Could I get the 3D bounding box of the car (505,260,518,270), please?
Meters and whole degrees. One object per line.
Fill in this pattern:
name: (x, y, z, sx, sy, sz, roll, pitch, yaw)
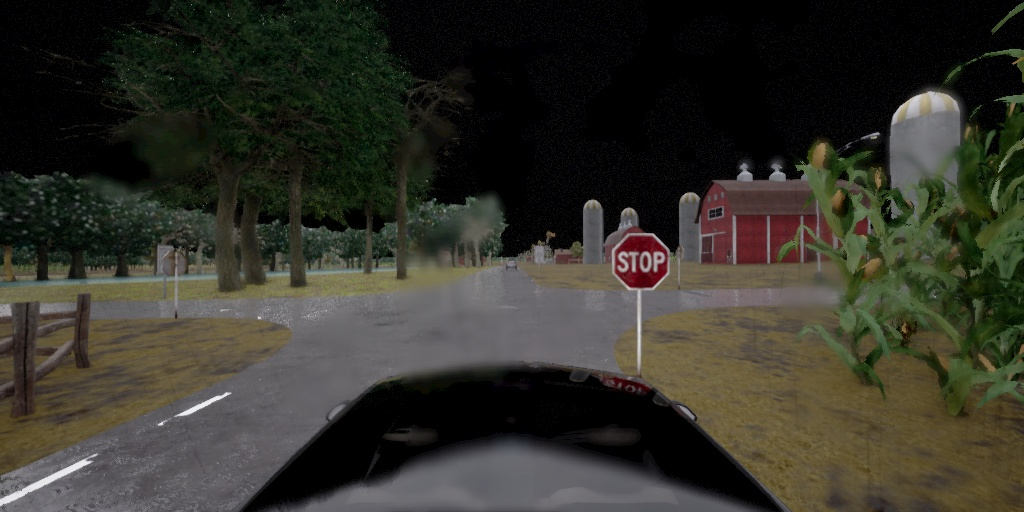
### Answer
car: (-0.094, 1.571, 61.306, 2.128, 1.511, 4.902, 0, -1, 0)
